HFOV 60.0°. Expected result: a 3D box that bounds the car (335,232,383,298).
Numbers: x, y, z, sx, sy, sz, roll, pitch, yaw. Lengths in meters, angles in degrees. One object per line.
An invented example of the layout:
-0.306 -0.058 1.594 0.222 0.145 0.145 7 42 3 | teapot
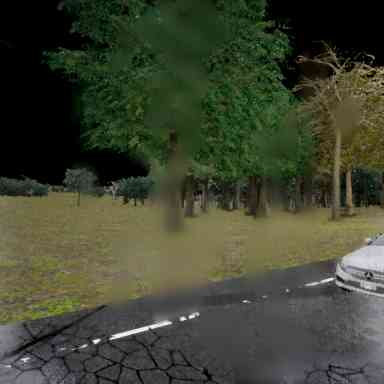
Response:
5.278 1.525 7.738 4.674 1.442 1.812 0 0 -35 | car
